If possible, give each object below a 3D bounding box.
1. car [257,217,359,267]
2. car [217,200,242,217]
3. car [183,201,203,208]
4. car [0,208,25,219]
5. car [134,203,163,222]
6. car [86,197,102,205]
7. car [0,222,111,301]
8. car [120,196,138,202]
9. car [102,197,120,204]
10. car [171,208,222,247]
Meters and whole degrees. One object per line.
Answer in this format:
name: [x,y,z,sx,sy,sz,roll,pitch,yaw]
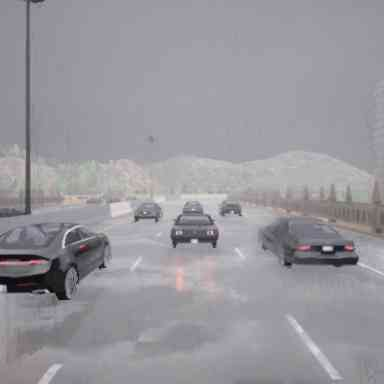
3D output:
car: [3.601,1.551,11.347,2.033,1.411,5.357,0,0,0]
car: [3.601,1.516,31.991,1.837,1.490,4.892,0,0,0]
car: [0.100,1.576,32.571,1.994,1.385,4.181,0,0,0]
car: [-10.599,1.555,17.751,2.033,1.411,5.357,0,0,0]
car: [-3.399,1.557,26.554,2.033,1.411,5.357,0,0,0]
car: [-17.522,1.624,59.834,1.895,1.301,4.718,0,0,1]
car: [-3.400,1.495,8.290,2.128,1.511,4.902,0,0,0]
car: [-10.549,1.514,57.805,2.128,1.511,4.902,0,0,1]
car: [-14.038,1.586,59.489,1.994,1.385,4.181,0,0,1]
car: [0.101,1.606,15.047,1.895,1.301,4.718,0,0,0]
